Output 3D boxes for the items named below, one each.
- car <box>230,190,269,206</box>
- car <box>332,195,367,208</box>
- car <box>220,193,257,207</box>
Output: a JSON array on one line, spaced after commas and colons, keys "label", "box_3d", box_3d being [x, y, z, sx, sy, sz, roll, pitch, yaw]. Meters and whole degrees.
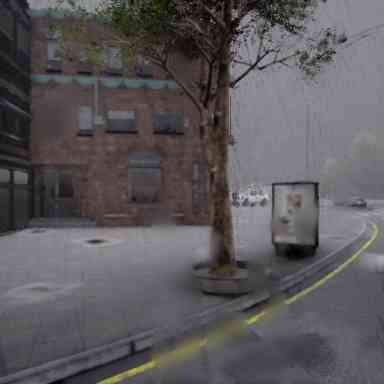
[{"label": "car", "box_3d": [7.092, 0.749, 40.609, 5.566, 2.045, 2.435, 0, -1, -38]}, {"label": "car", "box_3d": [17.136, 1.016, 36.355, 1.994, 1.385, 4.181, 0, 1, -3]}, {"label": "car", "box_3d": [6.090, 1.067, 43.369, 4.553, 1.767, 2.185, 1, -4, -39]}]
